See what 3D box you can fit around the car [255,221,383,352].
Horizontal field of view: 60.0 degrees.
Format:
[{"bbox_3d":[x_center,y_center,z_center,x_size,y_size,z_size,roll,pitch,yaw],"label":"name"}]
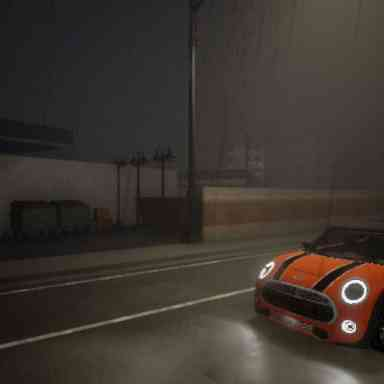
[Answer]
[{"bbox_3d":[3.324,1.390,6.346,4.553,1.767,2.097,0,0,-35],"label":"car"}]
